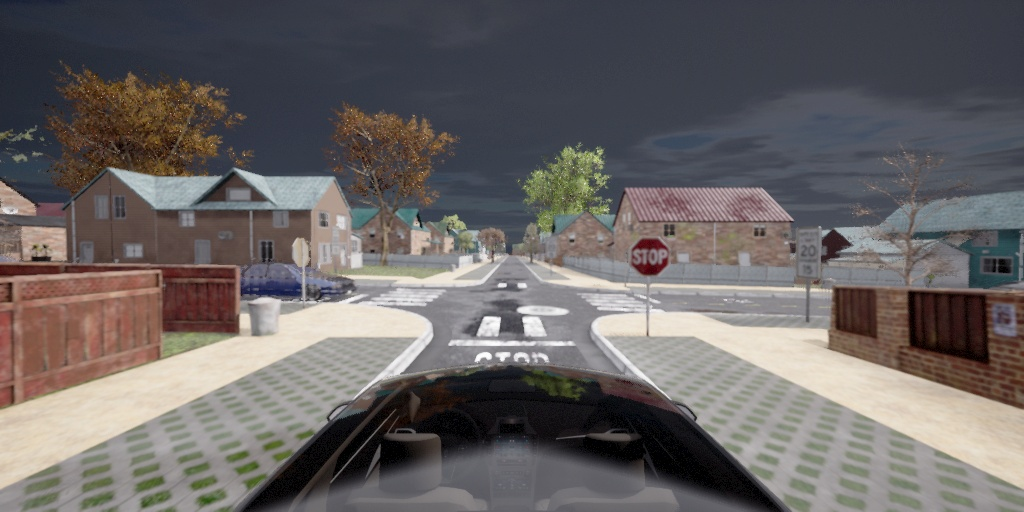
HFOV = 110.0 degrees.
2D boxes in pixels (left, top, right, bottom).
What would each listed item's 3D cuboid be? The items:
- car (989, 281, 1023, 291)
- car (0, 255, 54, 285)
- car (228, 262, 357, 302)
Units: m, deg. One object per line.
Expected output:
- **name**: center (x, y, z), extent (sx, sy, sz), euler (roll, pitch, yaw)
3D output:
- **car**: center (22.003, 1.777, 14.395), extent (4.892, 1.490, 1.837), euler (2, 1, 0)
- **car**: center (-21.118, 0.622, 14.154), extent (5.357, 1.411, 2.033), euler (2, 1, 0)
- **car**: center (-9.102, 0.951, 14.220), extent (5.357, 1.411, 2.033), euler (2, 1, 0)
